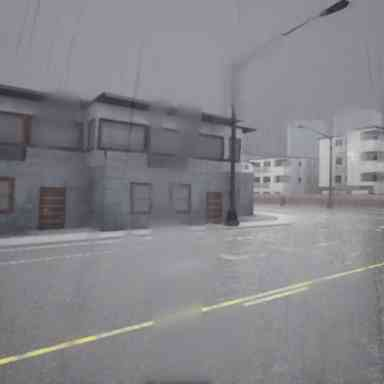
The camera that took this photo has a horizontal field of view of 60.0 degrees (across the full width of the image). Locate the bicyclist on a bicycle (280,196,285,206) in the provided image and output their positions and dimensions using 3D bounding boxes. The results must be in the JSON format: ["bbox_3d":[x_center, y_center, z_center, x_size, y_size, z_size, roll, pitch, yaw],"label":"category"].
[{"bbox_3d":[14.032,1.407,51.339,0.582,1.620,1.656,2,0,44],"label":"bicyclist on a bicycle"}]
